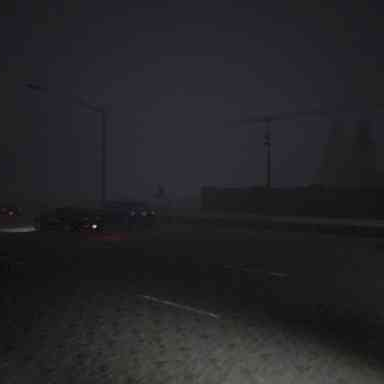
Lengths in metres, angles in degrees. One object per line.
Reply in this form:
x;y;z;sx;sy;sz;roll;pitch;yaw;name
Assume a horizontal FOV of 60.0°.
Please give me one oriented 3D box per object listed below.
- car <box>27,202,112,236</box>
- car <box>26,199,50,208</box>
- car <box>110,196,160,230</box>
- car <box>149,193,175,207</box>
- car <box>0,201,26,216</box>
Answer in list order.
-6.888;1.518;18.481;4.892;1.490;1.837;0;0;38;car
-20.550;1.583;43.114;4.674;1.442;1.812;0;0;-4;car
-4.544;1.350;21.093;4.553;1.767;2.097;0;0;37;car
-5.146;1.193;47.521;5.566;2.045;2.150;-1;0;-26;car
-18.214;1.659;31.733;4.718;1.301;1.895;0;0;38;car
